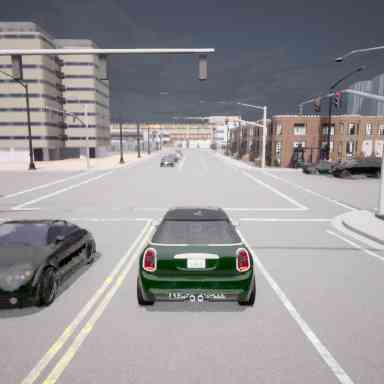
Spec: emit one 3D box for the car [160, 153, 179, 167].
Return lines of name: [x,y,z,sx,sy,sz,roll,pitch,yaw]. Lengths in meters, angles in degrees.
car: [-3.556,-4.527,48.884,2.128,1.511,4.902,0,9,1]

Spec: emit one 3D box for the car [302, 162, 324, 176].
car: [14.117,-2.502,35.809,4.181,1.385,1.994,0,9,0]

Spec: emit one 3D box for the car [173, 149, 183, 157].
car: [-3.404,-9.639,82.096,2.097,1.767,4.553,0,9,0]

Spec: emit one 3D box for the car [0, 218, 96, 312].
car: [-3.591,1.318,7.321,1.994,1.385,4.181,0,4,0]

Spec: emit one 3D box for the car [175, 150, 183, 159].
car: [-3.420,-7.430,68.533,1.812,1.442,4.674,0,9,0]

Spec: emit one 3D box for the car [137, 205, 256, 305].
car: [0.084,1.073,7.685,2.097,1.767,4.553,0,4,0]

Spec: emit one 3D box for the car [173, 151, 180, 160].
car: [-3.512,-5.937,58.218,1.882,1.535,5.008,0,9,0]

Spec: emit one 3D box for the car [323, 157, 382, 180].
car: [16.251,-2.321,32.287,5.566,2.045,2.150,0,9,0]
